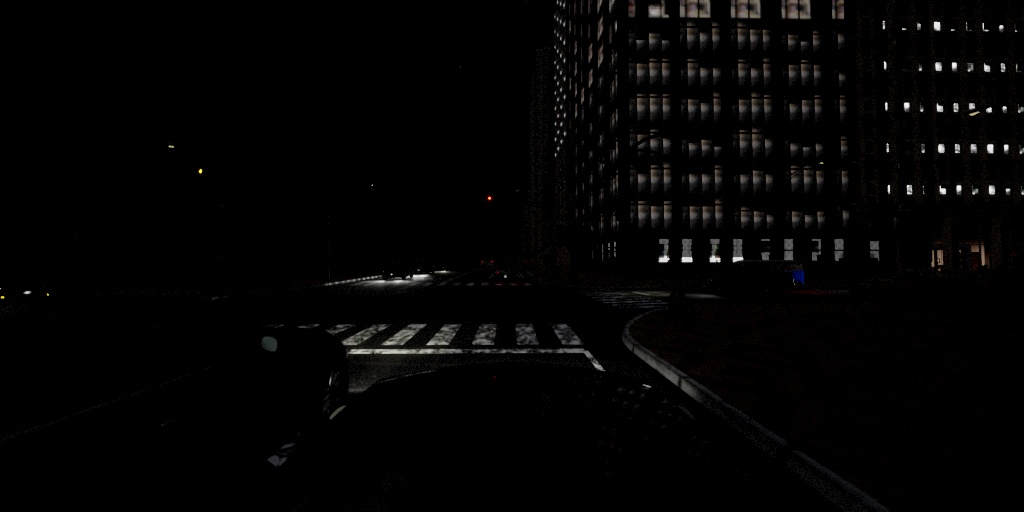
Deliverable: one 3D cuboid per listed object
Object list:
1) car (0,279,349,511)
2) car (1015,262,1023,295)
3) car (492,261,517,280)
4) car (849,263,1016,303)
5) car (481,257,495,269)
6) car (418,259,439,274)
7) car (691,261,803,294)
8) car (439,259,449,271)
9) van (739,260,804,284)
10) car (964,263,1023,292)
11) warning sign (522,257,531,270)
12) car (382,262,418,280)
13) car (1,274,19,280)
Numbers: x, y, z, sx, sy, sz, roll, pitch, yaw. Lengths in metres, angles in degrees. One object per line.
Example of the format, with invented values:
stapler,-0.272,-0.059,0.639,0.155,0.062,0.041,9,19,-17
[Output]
car,-3.156,1.103,2.860,2.097,1.767,4.553,0,0,-1
car,21.553,0.961,14.230,4.097,1.591,1.967,0,0,-2
car,-0.521,1.412,32.150,1.895,1.301,4.718,0,0,1
car,16.140,1.075,14.077,4.829,1.417,1.751,0,0,-2
car,-4.200,1.174,62.257,2.150,2.045,5.566,0,0,-1
car,-10.488,1.342,42.627,2.128,1.511,4.902,0,0,-1
car,12.367,1.202,19.414,5.008,1.535,1.882,0,-2,0
car,-10.646,1.251,53.138,2.097,1.767,4.553,0,0,-1
van,15.633,1.123,22.089,3.998,1.789,1.690,0,0,-2
car,28.802,1.133,19.867,4.902,1.511,2.128,0,-2,-2
warning sign,2.082,1.001,50.817,1.300,1.860,1.060,0,0,-1
car,-10.346,1.319,32.905,1.837,1.490,4.892,0,0,-3
car,-22.716,1.394,15.281,4.181,1.385,1.994,0,-2,-2
